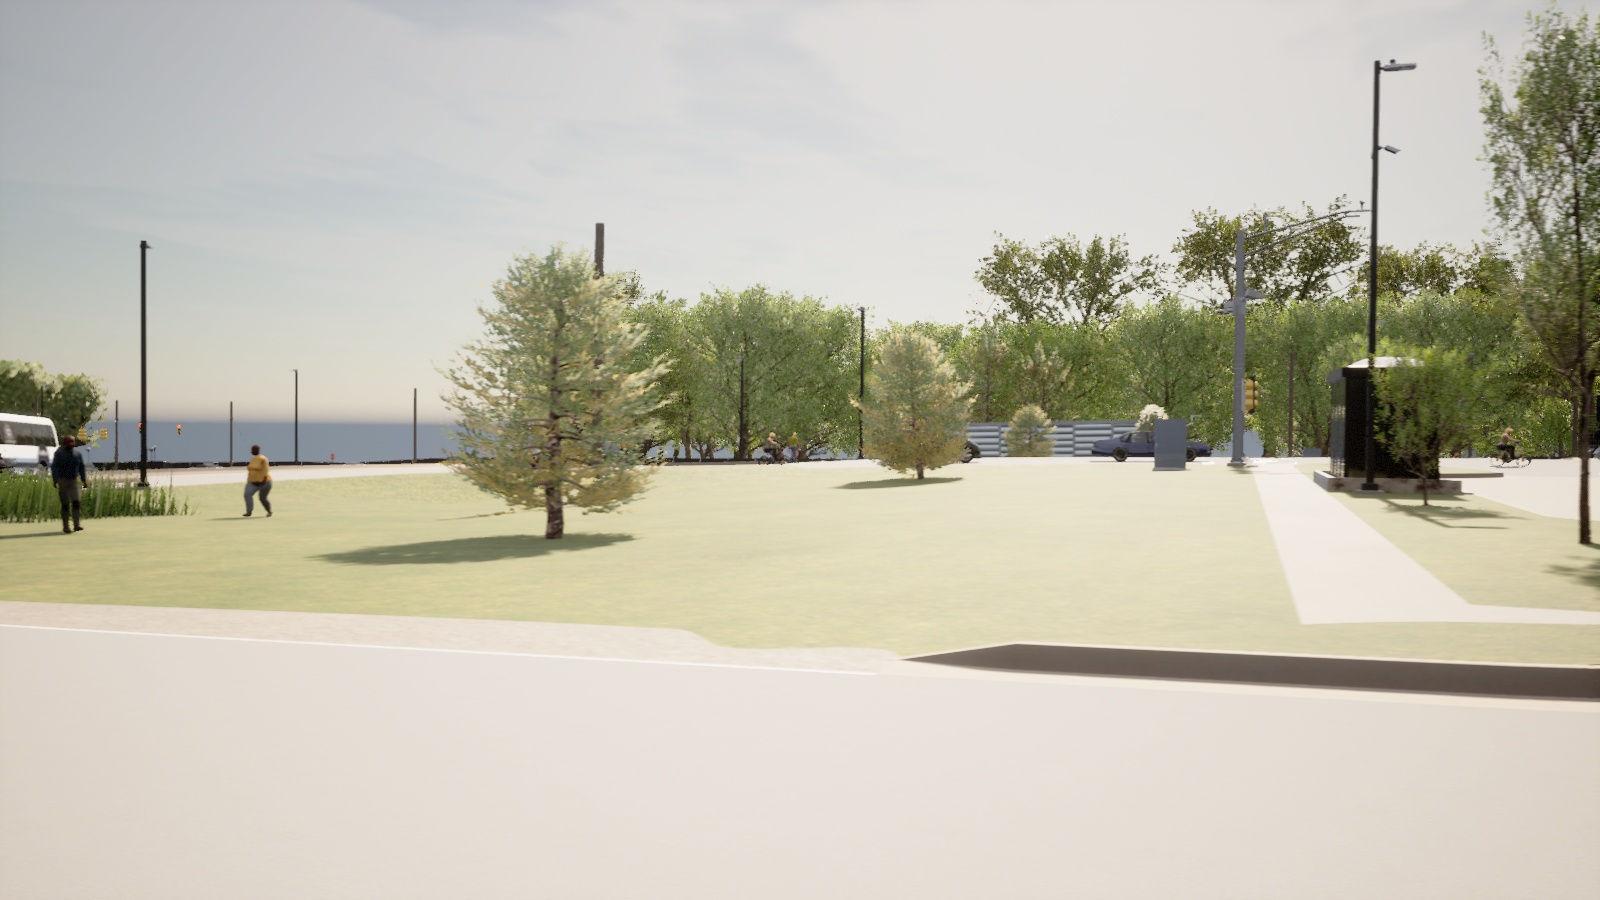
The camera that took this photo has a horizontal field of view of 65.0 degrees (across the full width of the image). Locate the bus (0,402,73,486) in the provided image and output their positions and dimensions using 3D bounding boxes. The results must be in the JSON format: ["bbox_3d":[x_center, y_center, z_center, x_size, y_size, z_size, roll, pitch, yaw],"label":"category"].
[{"bbox_3d":[-46.299,-0.249,72.377,3.944,4.253,10.273,-7,0,-10],"label":"bus"}]

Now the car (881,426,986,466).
[{"bbox_3d":[6.272,-0.192,59.412,4.553,1.767,2.097,-1,1,-8],"label":"car"}]

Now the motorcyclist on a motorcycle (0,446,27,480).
[{"bbox_3d":[-36.759,0.606,57.731,2.191,1.530,0.866,-2,-1,18],"label":"motorcyclist on a motorcycle"}]

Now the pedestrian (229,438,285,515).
[{"bbox_3d":[-13.325,0.630,30.826,0.874,1.855,0.900,1,1,24],"label":"pedestrian"}]

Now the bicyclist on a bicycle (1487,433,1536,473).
[{"bbox_3d":[28.857,0.113,50.935,1.509,1.612,0.866,1,1,13],"label":"bicyclist on a bicycle"}]

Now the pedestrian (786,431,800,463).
[{"bbox_3d":[-0.392,-0.196,72.128,0.706,1.836,0.354,0,2,-44],"label":"pedestrian"}]

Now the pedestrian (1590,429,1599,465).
[{"bbox_3d":[40.917,-0.149,64.296,0.726,1.835,0.370,2,1,28],"label":"pedestrian"}]

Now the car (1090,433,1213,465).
[{"bbox_3d":[16.113,-0.048,57.823,5.357,1.411,2.033,0,1,13],"label":"car"}]

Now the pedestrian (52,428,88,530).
[{"bbox_3d":[-13.438,0.515,23.124,0.726,1.835,0.370,2,2,43],"label":"pedestrian"}]
